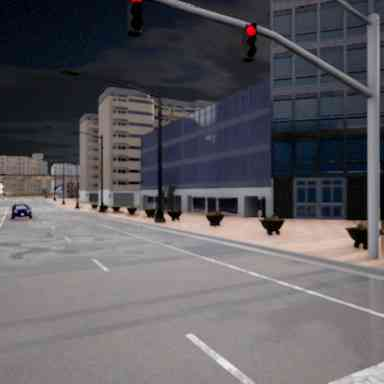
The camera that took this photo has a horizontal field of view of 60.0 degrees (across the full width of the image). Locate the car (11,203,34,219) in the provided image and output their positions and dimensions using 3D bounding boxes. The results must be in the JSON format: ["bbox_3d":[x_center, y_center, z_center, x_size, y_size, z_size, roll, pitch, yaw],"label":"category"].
[{"bbox_3d":[-18.326,2.132,35.896,1.812,1.442,4.674,0,-1,-27],"label":"car"}]

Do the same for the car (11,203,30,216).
[{"bbox_3d":[-23.179,2.279,44.895,2.128,1.511,4.902,0,-1,-28],"label":"car"}]
